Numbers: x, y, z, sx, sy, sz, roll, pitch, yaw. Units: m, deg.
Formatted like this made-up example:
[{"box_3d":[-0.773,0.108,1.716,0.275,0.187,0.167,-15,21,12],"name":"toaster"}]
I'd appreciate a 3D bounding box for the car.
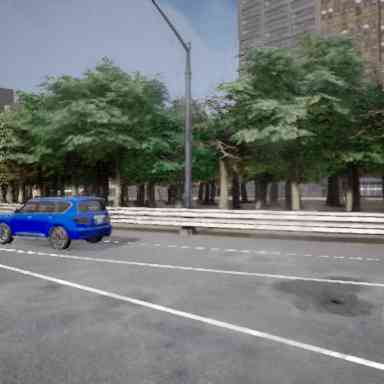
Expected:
[{"box_3d":[-6.079,1.239,14.454,5.566,2.045,2.150,0,0,26],"name":"car"}]
